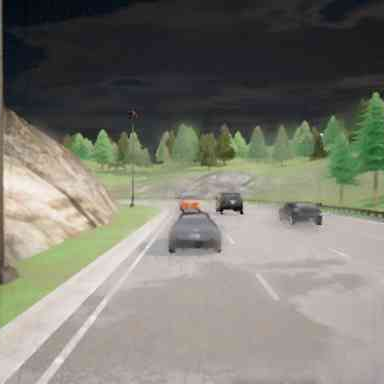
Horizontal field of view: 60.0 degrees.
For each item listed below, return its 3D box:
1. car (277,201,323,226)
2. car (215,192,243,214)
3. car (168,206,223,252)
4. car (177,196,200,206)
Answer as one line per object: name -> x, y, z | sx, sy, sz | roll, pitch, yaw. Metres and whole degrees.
car -> 7.108, 1.385, 22.265 | 1.837, 1.490, 4.892 | 0, 0, 0
car -> 3.532, 1.048, 32.275 | 2.150, 2.045, 5.566 | 0, 0, -2
car -> 0.105, 1.491, 13.548 | 1.994, 1.385, 4.181 | 0, 0, 0
car -> -0.450, 1.159, 36.101 | 2.097, 1.767, 4.553 | 0, 0, -7
